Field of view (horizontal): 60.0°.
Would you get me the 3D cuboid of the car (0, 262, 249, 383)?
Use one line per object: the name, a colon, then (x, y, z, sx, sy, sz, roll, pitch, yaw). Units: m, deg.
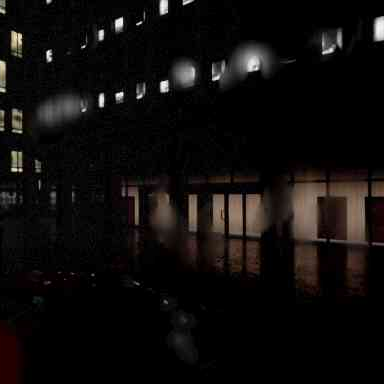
car: (-1.546, 1.545, 4.001, 4.507, 1.381, 1.887, 0, 0, 36)
